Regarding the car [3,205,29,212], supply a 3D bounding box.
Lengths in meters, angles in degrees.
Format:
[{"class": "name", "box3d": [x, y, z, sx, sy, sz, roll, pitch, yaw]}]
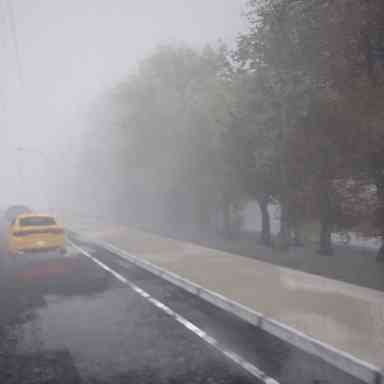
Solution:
[{"class": "car", "box3d": [-13.483, 1.786, 25.977, 1.837, 1.490, 4.892, 0, 0, -29]}]

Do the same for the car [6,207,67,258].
[{"class": "car", "box3d": [-6.420, 1.616, 13.609, 1.882, 1.535, 5.008, 0, 0, -29]}]
